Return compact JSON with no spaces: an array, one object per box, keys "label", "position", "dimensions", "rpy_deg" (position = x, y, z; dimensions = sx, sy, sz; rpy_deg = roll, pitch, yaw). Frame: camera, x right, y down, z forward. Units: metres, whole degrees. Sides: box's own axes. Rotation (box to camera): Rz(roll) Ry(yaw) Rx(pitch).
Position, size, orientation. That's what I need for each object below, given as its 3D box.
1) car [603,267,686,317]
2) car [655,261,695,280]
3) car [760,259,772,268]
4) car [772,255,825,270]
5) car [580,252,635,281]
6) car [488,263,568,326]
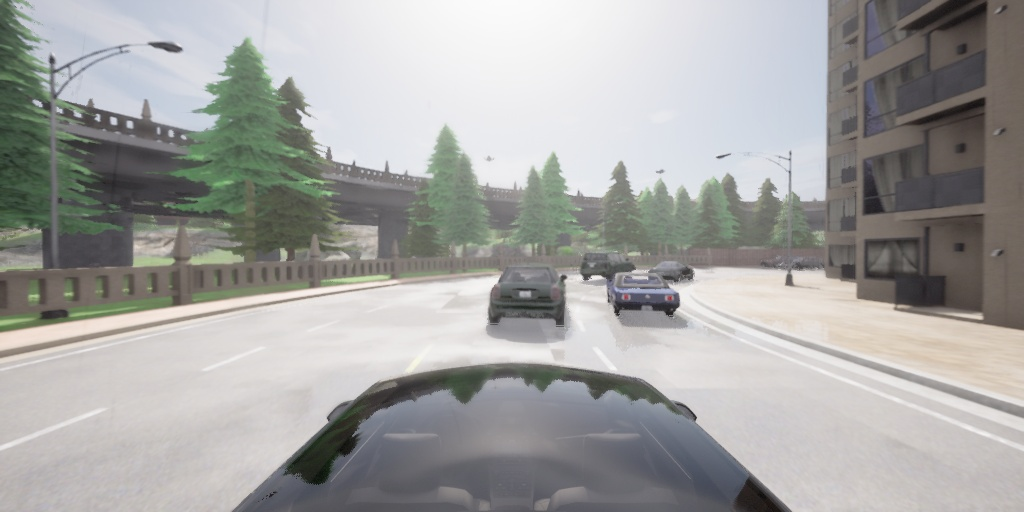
[{"label":"car","position":[4.420,1.231,12.738],"dimensions":[1.895,1.301,4.718],"rpy_deg":[0,1,11]},{"label":"car","position":[11.327,1.058,25.325],"dimensions":[1.994,1.385,4.181],"rpy_deg":[0,1,43]},{"label":"car","position":[33.043,0.642,43.913],"dimensions":[4.553,1.767,2.097],"rpy_deg":[0,1,-1]},{"label":"car","position":[32.764,0.822,40.410],"dimensions":[4.902,1.511,2.128],"rpy_deg":[0,1,-1]},{"label":"car","position":[6.930,0.713,25.729],"dimensions":[2.150,2.045,5.566],"rpy_deg":[0,1,39]},{"label":"car","position":[0.672,0.996,11.440],"dimensions":[2.097,1.767,4.553],"rpy_deg":[0,1,9]}]
